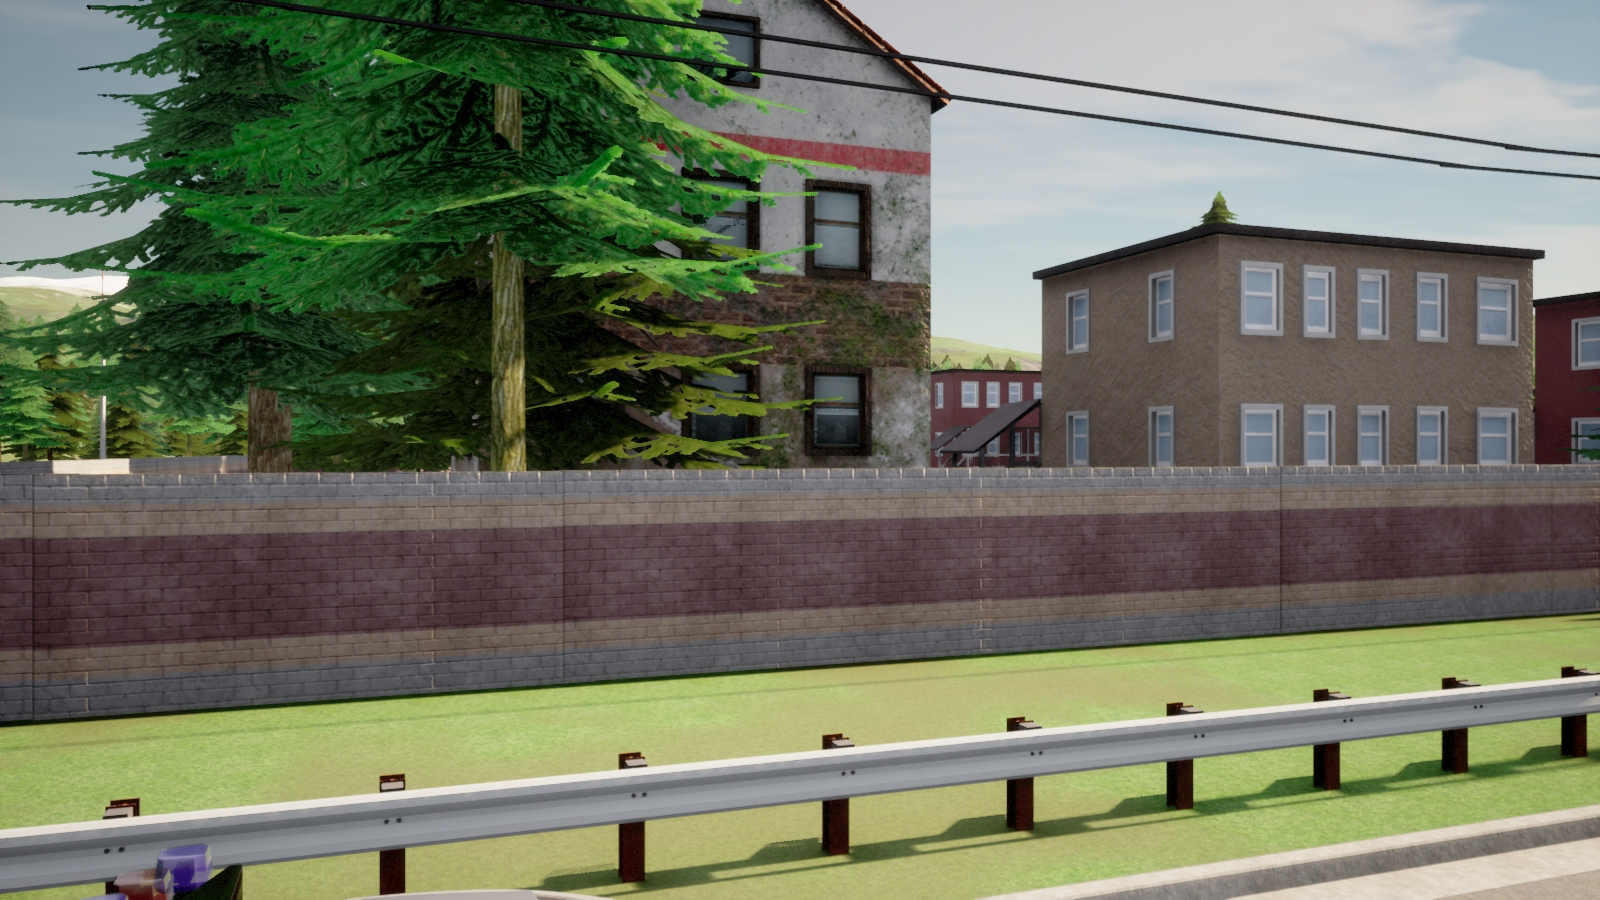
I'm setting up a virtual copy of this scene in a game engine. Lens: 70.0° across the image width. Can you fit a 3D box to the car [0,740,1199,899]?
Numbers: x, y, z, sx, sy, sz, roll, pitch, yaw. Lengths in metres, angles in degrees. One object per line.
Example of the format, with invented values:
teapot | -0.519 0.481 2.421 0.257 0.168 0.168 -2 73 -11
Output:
car | -1.665 1.982 2.697 5.238 1.638 2.097 0 0 -20
